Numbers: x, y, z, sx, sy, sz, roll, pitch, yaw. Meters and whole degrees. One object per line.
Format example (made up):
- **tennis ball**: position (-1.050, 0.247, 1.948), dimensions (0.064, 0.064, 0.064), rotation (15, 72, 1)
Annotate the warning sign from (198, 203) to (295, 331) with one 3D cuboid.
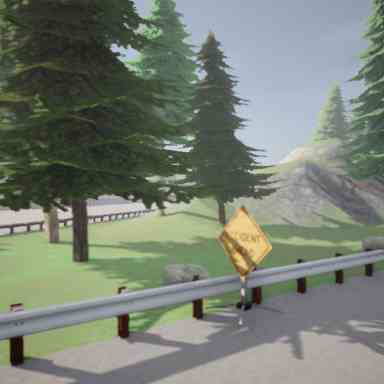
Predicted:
- **warning sign**: position (0.916, 1.153, 5.812), dimensions (1.060, 1.860, 1.300), rotation (1, 0, -35)
